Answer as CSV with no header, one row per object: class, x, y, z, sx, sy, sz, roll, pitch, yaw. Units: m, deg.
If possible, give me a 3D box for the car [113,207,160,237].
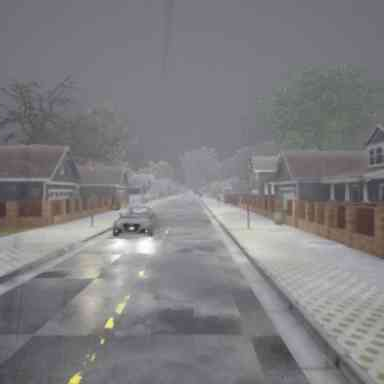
car,-2.818,1.489,17.514,1.994,1.385,4.181,0,0,0
